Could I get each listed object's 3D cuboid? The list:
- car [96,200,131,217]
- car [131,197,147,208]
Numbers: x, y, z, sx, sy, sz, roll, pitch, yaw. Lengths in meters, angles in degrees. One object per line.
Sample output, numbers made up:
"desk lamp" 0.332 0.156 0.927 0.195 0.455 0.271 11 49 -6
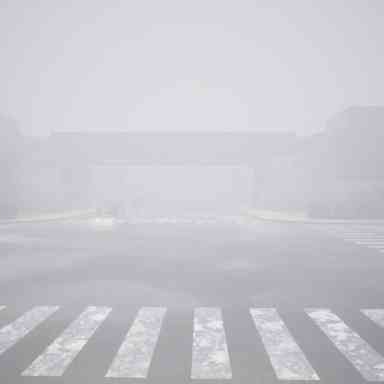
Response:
"car" -7.639 1.508 31.576 2.128 1.511 4.902 0 0 2
"car" -7.560 1.520 47.227 1.837 1.490 4.892 0 0 0
